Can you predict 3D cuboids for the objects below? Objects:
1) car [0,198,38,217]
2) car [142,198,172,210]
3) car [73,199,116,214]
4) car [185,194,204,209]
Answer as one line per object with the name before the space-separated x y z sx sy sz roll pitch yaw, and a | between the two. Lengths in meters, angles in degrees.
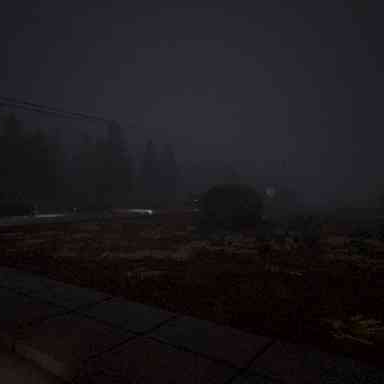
car | -16.029 1.379 28.924 2.097 1.767 4.553 0 0 37
car | -4.623 1.552 44.290 1.812 1.442 4.674 0 0 37
car | -10.581 1.518 36.269 2.128 1.511 4.902 0 0 37
car | 1.353 1.248 46.203 2.150 2.045 5.566 0 0 38
